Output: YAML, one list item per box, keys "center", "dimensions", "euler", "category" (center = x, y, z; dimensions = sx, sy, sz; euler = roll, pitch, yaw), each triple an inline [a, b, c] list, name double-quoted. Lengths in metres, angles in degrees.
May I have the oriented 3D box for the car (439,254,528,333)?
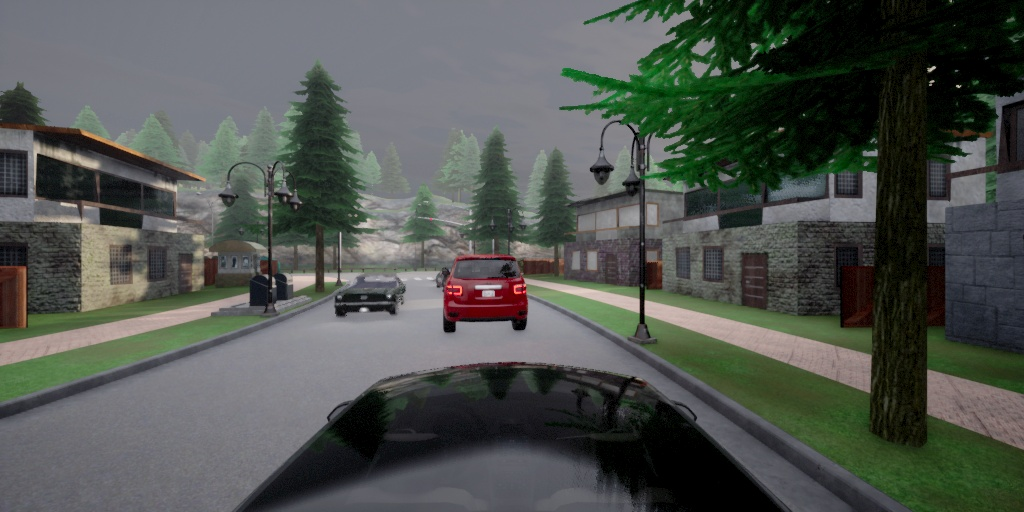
- center: [-0.952, 0.971, 11.023]
  dimensions: [2.150, 2.045, 5.566]
  euler: [0, 0, -9]
  category: "car"

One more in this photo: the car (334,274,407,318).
- center: [-4.998, 1.351, 13.187]
  dimensions: [1.895, 1.301, 4.718]
  euler: [0, 0, -12]
  category: "car"

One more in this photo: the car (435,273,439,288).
- center: [-3.368, 1.297, 21.206]
  dimensions: [2.033, 1.411, 5.357]
  euler: [0, 0, -18]
  category: "car"
